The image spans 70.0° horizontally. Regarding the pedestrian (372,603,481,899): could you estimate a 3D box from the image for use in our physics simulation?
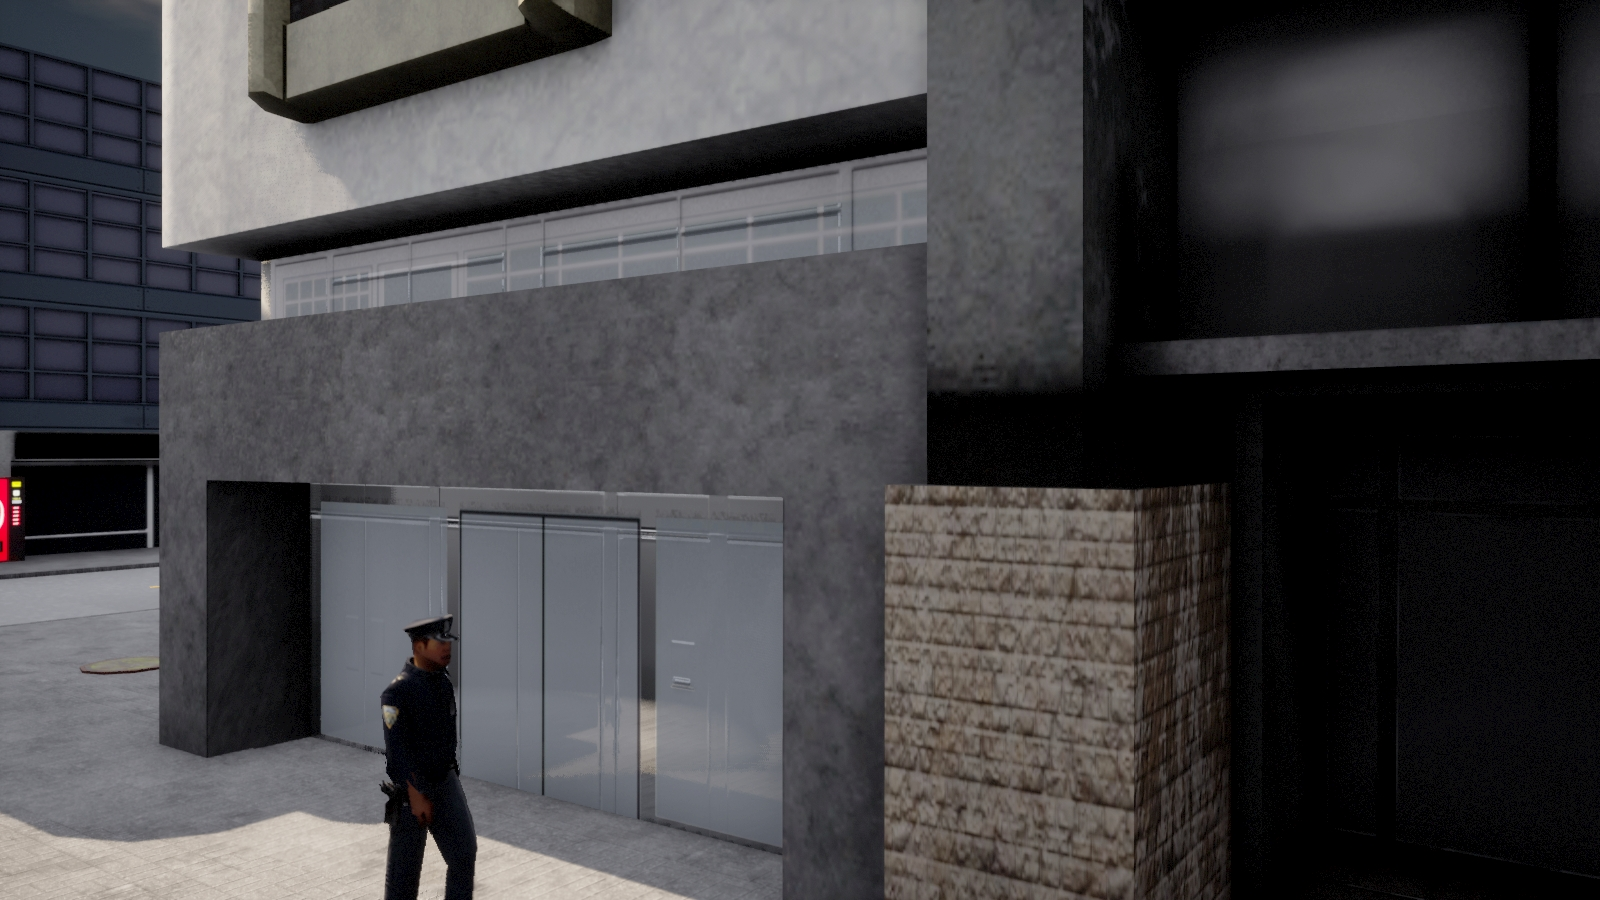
[{"bbox_3d":[-1.900,1.744,5.828,0.375,1.860,0.375,0,0,26],"label":"pedestrian"}]
